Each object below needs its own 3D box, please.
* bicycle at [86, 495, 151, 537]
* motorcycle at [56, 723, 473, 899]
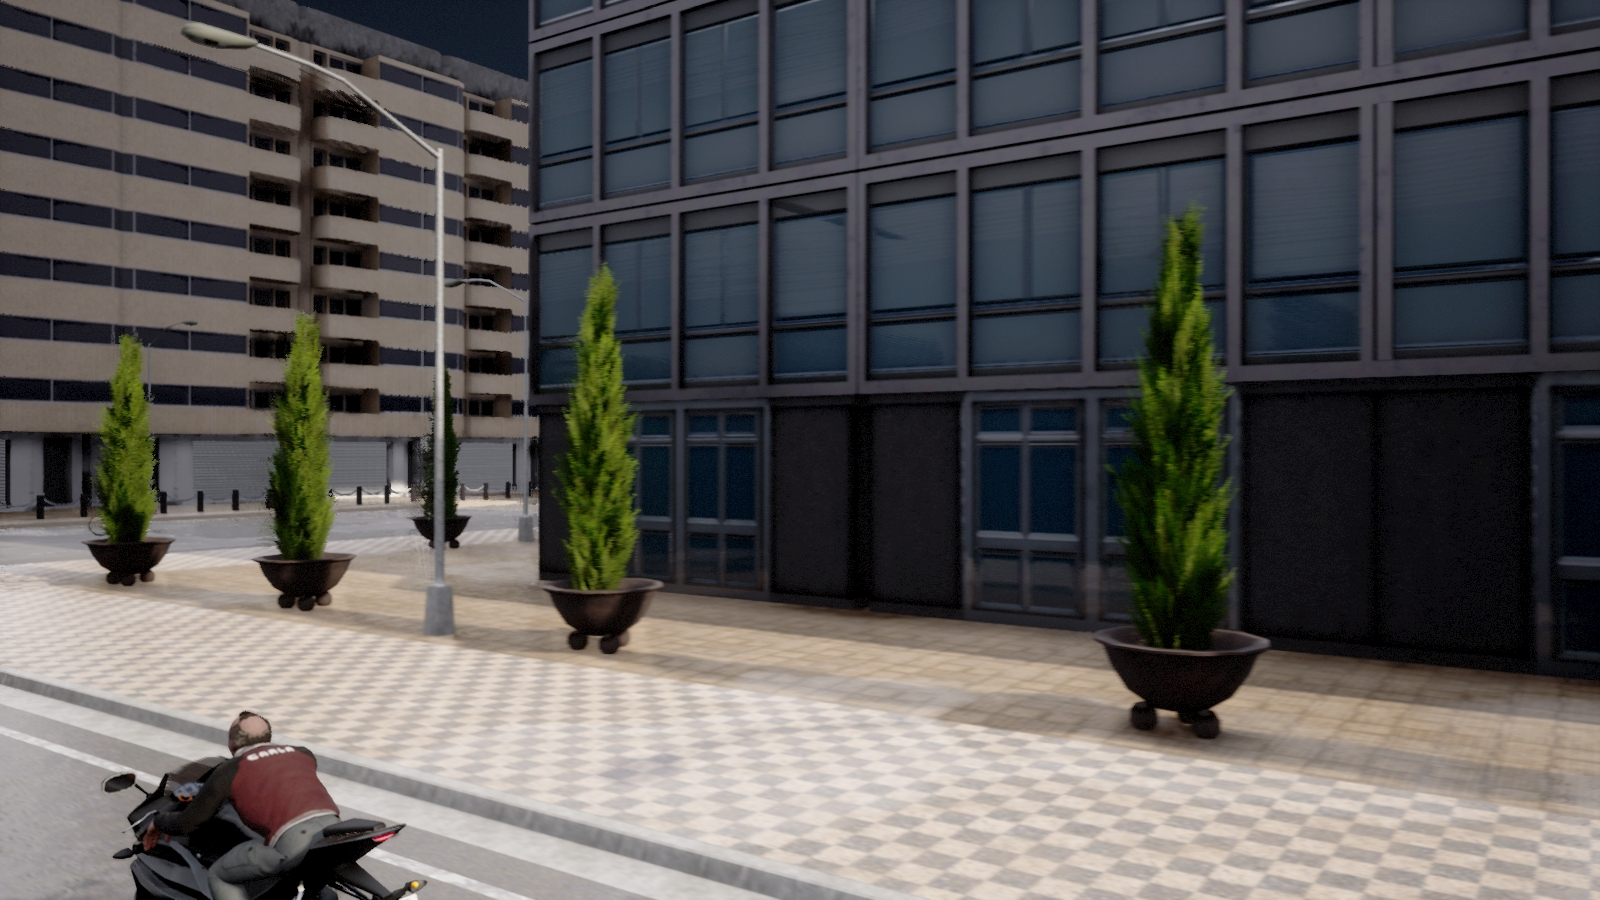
[{"bbox_3d":[-21.936,2.099,36.822,0.329,1.271,1.835,0,0,35],"label":"bicycle"},{"bbox_3d":[-2.684,2.204,5.623,2.209,1.251,0.867,0,0,35],"label":"motorcycle"}]
